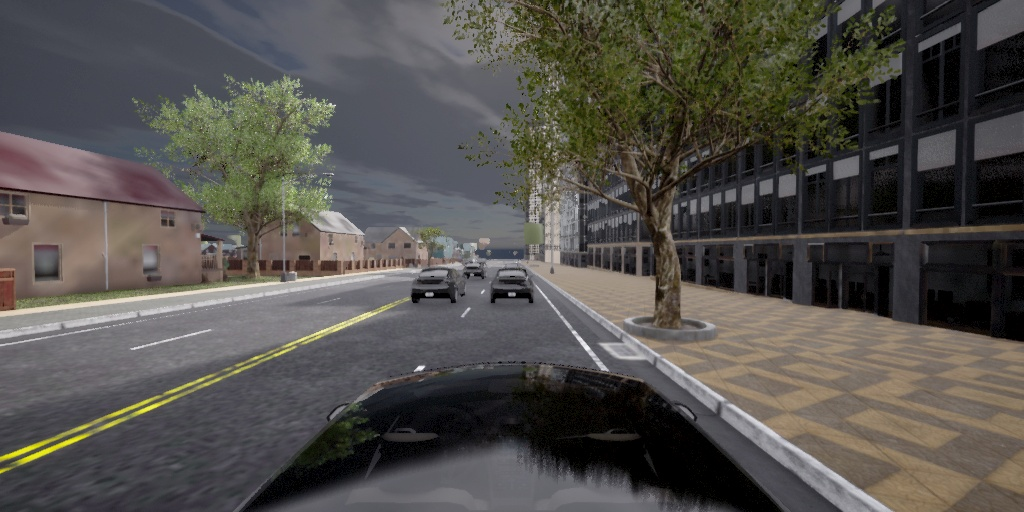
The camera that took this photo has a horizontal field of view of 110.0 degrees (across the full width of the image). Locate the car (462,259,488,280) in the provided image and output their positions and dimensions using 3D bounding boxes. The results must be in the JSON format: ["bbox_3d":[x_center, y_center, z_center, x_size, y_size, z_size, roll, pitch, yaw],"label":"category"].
[{"bbox_3d":[-3.250,1.280,31.508,1.837,1.490,4.892,0,0,0],"label":"car"}]

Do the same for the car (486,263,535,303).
[{"bbox_3d":[0.000,1.268,16.504,1.837,1.490,4.892,0,0,0],"label":"car"}]

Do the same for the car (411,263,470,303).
[{"bbox_3d":[-3.250,1.268,16.504,1.837,1.490,4.892,0,0,0],"label":"car"}]

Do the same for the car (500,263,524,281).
[{"bbox_3d":[0.001,1.336,31.508,1.994,1.385,4.181,0,0,0],"label":"car"}]
